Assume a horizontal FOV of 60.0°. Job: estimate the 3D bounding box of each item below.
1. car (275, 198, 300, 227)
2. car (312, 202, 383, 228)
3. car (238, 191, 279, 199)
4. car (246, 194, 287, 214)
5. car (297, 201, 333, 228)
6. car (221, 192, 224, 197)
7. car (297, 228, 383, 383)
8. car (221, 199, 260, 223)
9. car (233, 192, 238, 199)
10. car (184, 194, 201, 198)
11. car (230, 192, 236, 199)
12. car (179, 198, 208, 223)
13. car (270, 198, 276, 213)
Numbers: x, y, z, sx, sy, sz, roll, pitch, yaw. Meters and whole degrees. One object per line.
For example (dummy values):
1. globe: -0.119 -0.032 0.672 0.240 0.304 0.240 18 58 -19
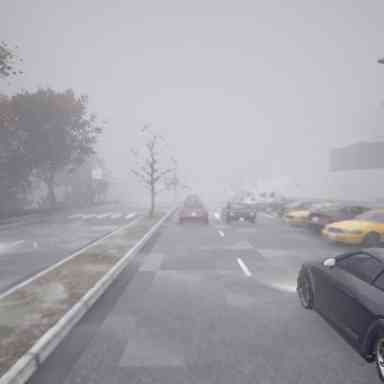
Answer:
1. car: 7.896 1.308 19.634 5.366 1.575 1.946 1 1 -20
2. car: 7.896 1.373 13.668 5.366 1.575 1.946 1 1 -20
3. car: 8.097 0.940 34.622 5.566 2.045 2.435 1 0 -20
4. car: 8.078 1.213 31.623 4.892 1.521 2.231 1 1 -20
5. car: 8.095 1.375 16.730 4.792 1.488 2.163 1 0 -20
6. car: 7.894 1.106 52.436 5.366 1.575 1.946 1 1 -20
7. car: 3.099 1.532 5.024 1.994 1.385 4.181 0 0 0
8. car: 3.099 1.390 22.953 1.895 1.301 4.718 0 0 0
9. car: 8.061 1.161 40.574 4.892 1.521 2.231 1 0 -20
10. car: 0.097 1.017 41.361 2.097 1.767 4.553 0 0 0
11. car: 8.241 1.145 43.621 5.366 1.575 1.946 1 0 -20
12. car: 0.100 1.352 23.088 1.994 1.385 4.181 0 1 0
13. car: 8.064 1.324 22.683 4.674 1.452 2.002 1 0 -20
